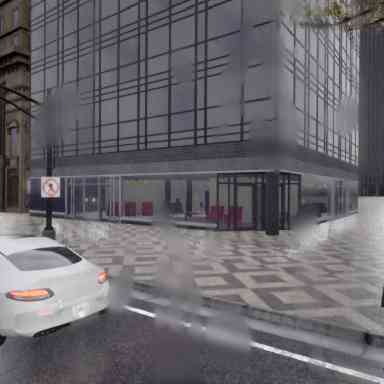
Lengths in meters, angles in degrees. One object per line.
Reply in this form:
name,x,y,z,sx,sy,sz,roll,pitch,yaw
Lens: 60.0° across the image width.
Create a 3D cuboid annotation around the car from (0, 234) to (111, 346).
car,-3.487,1.524,6.168,4.674,1.442,1.812,0,0,35
